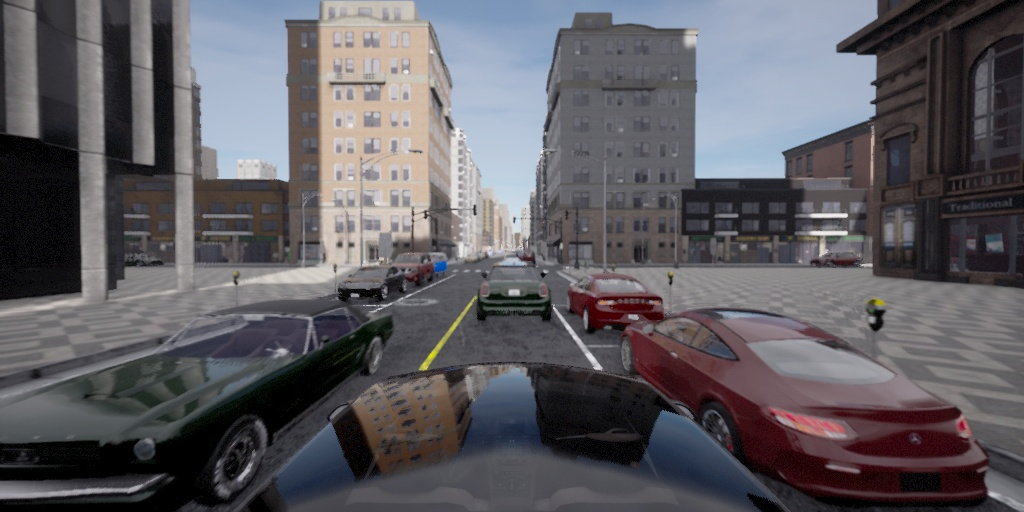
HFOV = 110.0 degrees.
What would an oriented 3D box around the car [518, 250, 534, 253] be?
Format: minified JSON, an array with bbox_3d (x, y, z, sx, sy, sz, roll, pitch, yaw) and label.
[{"bbox_3d":[2.456,0.089,53.986,2.192,1.841,5.009,0,0,0],"label":"car"}]

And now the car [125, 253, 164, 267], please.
[{"bbox_3d":[-40.767,0.410,38.992,4.553,1.767,2.097,0,1,1],"label":"car"}]

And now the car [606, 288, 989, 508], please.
[{"bbox_3d":[2.657,1.284,4.419,1.802,1.307,4.207,0,0,0],"label":"car"}]

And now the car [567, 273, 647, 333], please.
[{"bbox_3d":[2.634,1.149,10.057,1.888,1.381,4.507,0,0,0],"label":"car"}]

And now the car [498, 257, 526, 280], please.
[{"bbox_3d":[-0.002,0.849,26.080,1.812,1.442,4.674,0,1,0],"label":"car"}]

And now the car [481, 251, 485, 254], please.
[{"bbox_3d":[-6.093,0.227,59.633,1.948,1.339,4.313,0,0,0],"label":"car"}]

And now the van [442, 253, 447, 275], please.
[{"bbox_3d":[-5.960,0.648,26.966,1.690,1.789,3.998,0,0,0],"label":"van"}]

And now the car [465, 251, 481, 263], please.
[{"bbox_3d":[-6.070,0.300,53.809,1.751,1.417,4.829,0,0,0],"label":"car"}]

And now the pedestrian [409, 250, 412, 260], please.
[{"bbox_3d":[-12.727,0.093,44.882,0.375,1.860,0.375,0,1,1],"label":"pedestrian"}]

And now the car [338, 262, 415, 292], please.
[{"bbox_3d":[-5.915,1.072,15.687,1.948,1.339,4.313,0,0,0],"label":"car"}]

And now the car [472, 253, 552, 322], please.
[{"bbox_3d":[0.054,0.931,11.690,2.097,1.767,4.553,0,1,0],"label":"car"}]

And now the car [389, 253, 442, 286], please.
[{"bbox_3d":[-5.937,0.722,21.326,2.192,1.841,5.009,0,0,0],"label":"car"}]

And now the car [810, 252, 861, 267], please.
[{"bbox_3d":[37.120,0.381,41.271,4.553,1.767,2.097,0,1,1],"label":"car"}]

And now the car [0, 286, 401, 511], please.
[{"bbox_3d":[-3.112,1.303,4.467,1.895,1.301,4.718,0,1,0],"label":"car"}]
